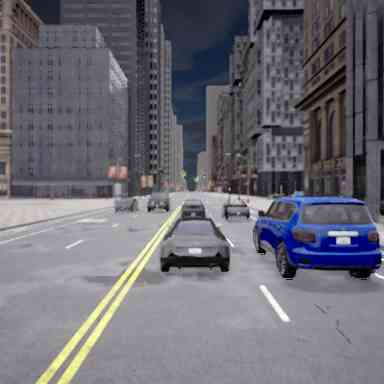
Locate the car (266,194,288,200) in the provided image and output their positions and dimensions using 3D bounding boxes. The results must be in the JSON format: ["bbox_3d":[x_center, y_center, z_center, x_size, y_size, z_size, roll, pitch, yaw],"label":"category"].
[{"bbox_3d":[19.149,1.045,75.342,4.403,1.369,2.008,0,0,0],"label":"car"}]

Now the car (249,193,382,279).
[{"bbox_3d":[3.340,1.158,9.999,2.150,2.045,5.566,0,0,0],"label":"car"}]

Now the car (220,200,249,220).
[{"bbox_3d":[3.346,1.330,26.168,2.128,1.511,4.902,0,0,0],"label":"car"}]

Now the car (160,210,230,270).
[{"bbox_3d":[0.088,1.498,10.736,1.994,1.385,4.181,0,0,0],"label":"car"}]

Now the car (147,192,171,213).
[{"bbox_3d":[-3.336,1.008,34.683,2.150,2.045,5.566,0,0,0],"label":"car"}]

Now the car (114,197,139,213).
[{"bbox_3d":[-6.587,1.296,33.880,1.837,1.490,4.892,0,0,0],"label":"car"}]

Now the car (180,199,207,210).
[{"bbox_3d":[0.095,1.340,26.473,1.837,1.490,4.892,0,0,0],"label":"car"}]
